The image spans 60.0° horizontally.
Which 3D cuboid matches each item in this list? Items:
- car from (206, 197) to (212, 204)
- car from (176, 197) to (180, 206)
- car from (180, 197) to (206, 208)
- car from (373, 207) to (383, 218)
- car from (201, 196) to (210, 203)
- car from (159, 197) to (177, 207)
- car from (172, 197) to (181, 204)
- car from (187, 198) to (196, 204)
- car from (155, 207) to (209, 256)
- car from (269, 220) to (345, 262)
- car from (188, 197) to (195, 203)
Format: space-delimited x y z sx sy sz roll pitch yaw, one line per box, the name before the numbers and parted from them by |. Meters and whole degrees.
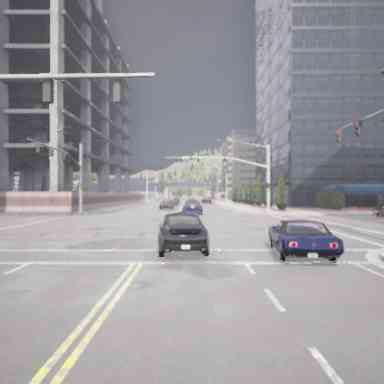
car | 3.432 1.945 74.728 1.882 1.535 5.008 0 0 0
car | -3.594 1.948 61.510 1.994 1.385 4.181 0 0 0
car | 0.068 1.577 35.794 2.097 1.767 4.553 0 0 0
car | 19.140 1.682 30.274 4.902 1.511 2.128 0 0 0
car | 3.423 1.908 85.063 1.882 1.535 5.008 0 0 0
car | -3.619 1.864 47.904 1.994 1.385 4.181 0 0 0
car | -3.569 1.923 76.262 1.837 1.490 4.892 0 0 0
car | -0.067 2.005 74.407 2.033 1.411 5.357 0 0 0
car | -0.473 1.593 13.598 1.837 1.490 4.892 0 0 -6
car | 4.011 1.680 12.473 1.895 1.301 4.718 0 0 7
car | -0.077 1.954 85.059 1.812 1.442 4.674 0 0 0
